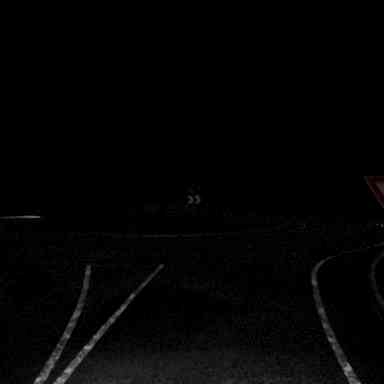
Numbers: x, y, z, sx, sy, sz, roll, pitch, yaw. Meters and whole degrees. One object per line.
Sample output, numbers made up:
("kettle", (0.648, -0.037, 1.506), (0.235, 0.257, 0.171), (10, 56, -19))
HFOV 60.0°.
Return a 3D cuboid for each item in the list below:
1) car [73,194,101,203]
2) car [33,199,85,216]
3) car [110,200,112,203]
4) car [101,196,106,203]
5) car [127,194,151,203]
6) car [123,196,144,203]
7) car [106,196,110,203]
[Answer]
("car", (-24.947, 1.518, 77.629), (5.566, 2.045, 2.435), (0, -1, -2))
("car", (-13.076, 1.600, 32.284), (1.994, 1.385, 4.181), (0, -1, 38))
("car", (-25.683, 2.151, 91.440), (5.366, 1.575, 1.946), (0, -2, -2))
("car", (-25.168, 1.646, 83.086), (5.566, 2.045, 2.435), (0, -1, -2))
("car", (-12.899, 1.621, 81.905), (5.566, 2.045, 2.435), (0, -2, -2))
("car", (-12.660, 1.611, 75.954), (4.553, 1.767, 2.185), (0, -1, -2))
("car", (-25.588, 2.063, 88.782), (5.366, 1.575, 1.946), (0, -2, -2))
